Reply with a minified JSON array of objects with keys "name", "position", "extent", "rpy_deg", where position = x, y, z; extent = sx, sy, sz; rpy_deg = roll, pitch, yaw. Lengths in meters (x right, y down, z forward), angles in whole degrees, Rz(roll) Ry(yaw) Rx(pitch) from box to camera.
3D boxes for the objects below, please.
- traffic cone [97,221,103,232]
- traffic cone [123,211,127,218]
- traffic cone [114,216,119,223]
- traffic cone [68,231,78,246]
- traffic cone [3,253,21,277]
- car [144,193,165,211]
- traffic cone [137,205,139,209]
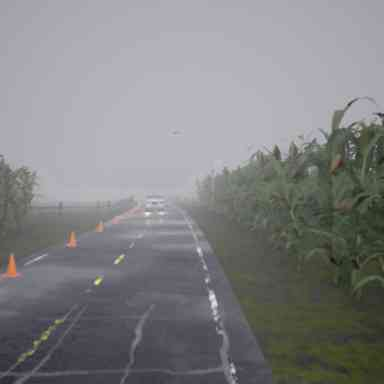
[{"name":"traffic cone","position":[-5.187,1.934,18.880],"extent":[0.340,0.580,0.340],"rpy_deg":[0,0,-3]},{"name":"traffic cone","position":[-5.766,1.921,28.807],"extent":[0.340,0.580,0.340],"rpy_deg":[0,0,-4]},{"name":"traffic cone","position":[-5.447,1.928,23.846],"extent":[0.340,0.580,0.340],"rpy_deg":[0,0,-3]},{"name":"traffic cone","position":[-4.983,1.941,13.913],"extent":[0.340,0.580,0.340],"rpy_deg":[0,0,-2]},{"name":"traffic cone","position":[-4.837,1.948,8.943],"extent":[0.340,0.580,0.340],"rpy_deg":[0,0,-1]},{"name":"car","position":[-4.382,1.175,39.496],"extent":[2.150,2.045,5.566],"rpy_deg":[0,0,-5]},{"name":"traffic cone","position":[-6.575,1.910,38.717],"extent":[0.340,0.580,0.340],"rpy_deg":[0,0,-5]}]
